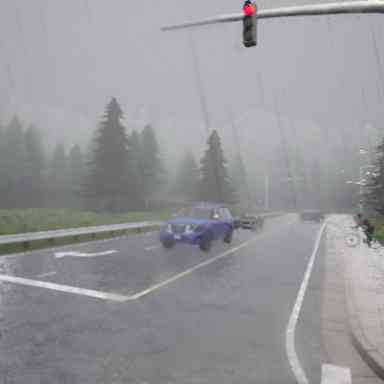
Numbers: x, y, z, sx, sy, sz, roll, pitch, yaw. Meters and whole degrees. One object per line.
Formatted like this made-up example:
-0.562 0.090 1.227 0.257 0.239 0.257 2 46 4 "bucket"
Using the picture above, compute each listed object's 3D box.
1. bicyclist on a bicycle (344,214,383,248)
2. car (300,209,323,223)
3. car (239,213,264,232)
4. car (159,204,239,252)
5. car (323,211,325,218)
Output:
8.190 1.870 15.930 1.656 1.620 0.582 0 -2 22 "bicyclist on a bicycle"
13.992 2.767 39.354 1.882 1.535 5.008 0 -2 25 "car"
4.348 2.357 26.176 1.895 1.301 4.718 1 -2 22 "car"
0.440 1.656 16.746 2.150 2.045 5.566 1 -2 23 "car"
18.297 3.186 48.904 1.994 1.385 4.181 0 -2 25 "car"
